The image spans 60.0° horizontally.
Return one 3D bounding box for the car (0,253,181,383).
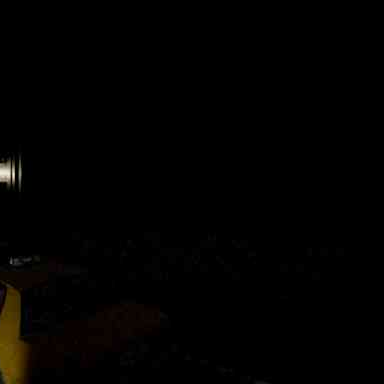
[{"bbox_3d":[-2.388,1.524,4.537,4.829,1.417,1.752,0,0,37],"label":"car"}]
